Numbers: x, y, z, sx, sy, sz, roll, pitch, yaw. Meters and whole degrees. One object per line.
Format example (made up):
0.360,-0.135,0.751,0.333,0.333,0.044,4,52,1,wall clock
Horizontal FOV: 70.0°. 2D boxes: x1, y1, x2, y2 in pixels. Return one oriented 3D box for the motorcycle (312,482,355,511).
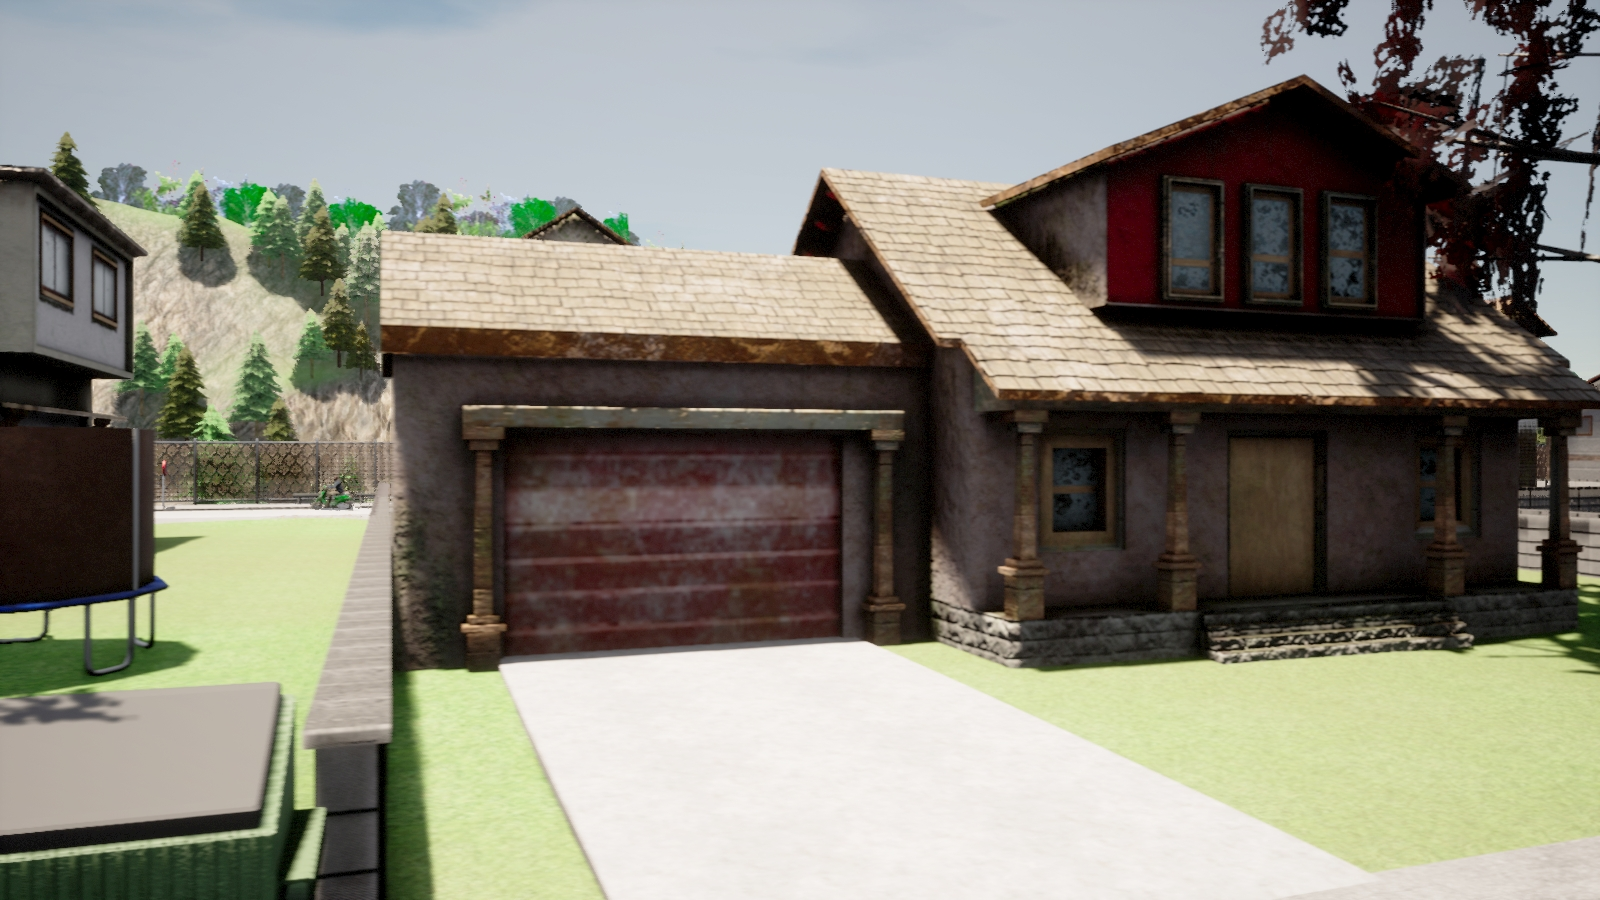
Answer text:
-21.583,2.142,52.931,1.805,1.316,0.856,0,0,-20,motorcycle
